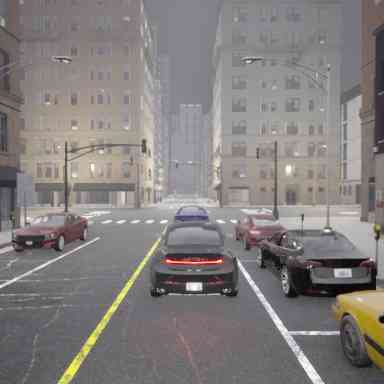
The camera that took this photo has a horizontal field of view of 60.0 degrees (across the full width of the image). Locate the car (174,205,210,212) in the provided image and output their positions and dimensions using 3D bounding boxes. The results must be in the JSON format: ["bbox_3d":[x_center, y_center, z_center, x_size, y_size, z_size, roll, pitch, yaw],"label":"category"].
[{"bbox_3d":[-0.014,1.474,18.527,1.882,1.535,5.008,0,0,0],"label":"car"}]

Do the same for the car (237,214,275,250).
[{"bbox_3d":[2.829,1.579,13.935,1.802,1.307,4.206,-1,0,0],"label":"car"}]

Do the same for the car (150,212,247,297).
[{"bbox_3d":[0.047,1.503,8.577,1.837,1.490,4.892,0,0,0],"label":"car"}]

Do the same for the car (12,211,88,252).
[{"bbox_3d":[-5.717,1.542,13.909,1.887,1.381,4.507,-1,0,0],"label":"car"}]

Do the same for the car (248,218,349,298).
[{"bbox_3d":[2.843,1.564,8.349,1.947,1.339,4.313,-1,0,0],"label":"car"}]

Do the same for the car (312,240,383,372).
[{"bbox_3d":[2.858,1.525,2.933,1.752,1.417,4.829,-1,0,0],"label":"car"}]
